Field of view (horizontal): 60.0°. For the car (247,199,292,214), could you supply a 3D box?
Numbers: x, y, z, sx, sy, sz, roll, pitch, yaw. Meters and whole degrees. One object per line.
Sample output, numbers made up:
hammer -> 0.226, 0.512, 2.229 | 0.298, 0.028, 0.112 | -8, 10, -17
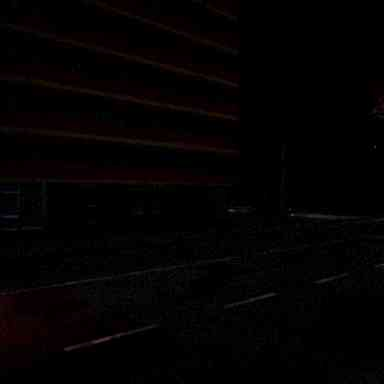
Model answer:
car -> 8.533, 1.501, 35.957 | 2.128, 1.511, 4.902 | 0, 0, -36

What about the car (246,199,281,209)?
car -> 9.930, 1.613, 46.248 | 1.895, 1.301, 4.718 | 0, 0, -36
